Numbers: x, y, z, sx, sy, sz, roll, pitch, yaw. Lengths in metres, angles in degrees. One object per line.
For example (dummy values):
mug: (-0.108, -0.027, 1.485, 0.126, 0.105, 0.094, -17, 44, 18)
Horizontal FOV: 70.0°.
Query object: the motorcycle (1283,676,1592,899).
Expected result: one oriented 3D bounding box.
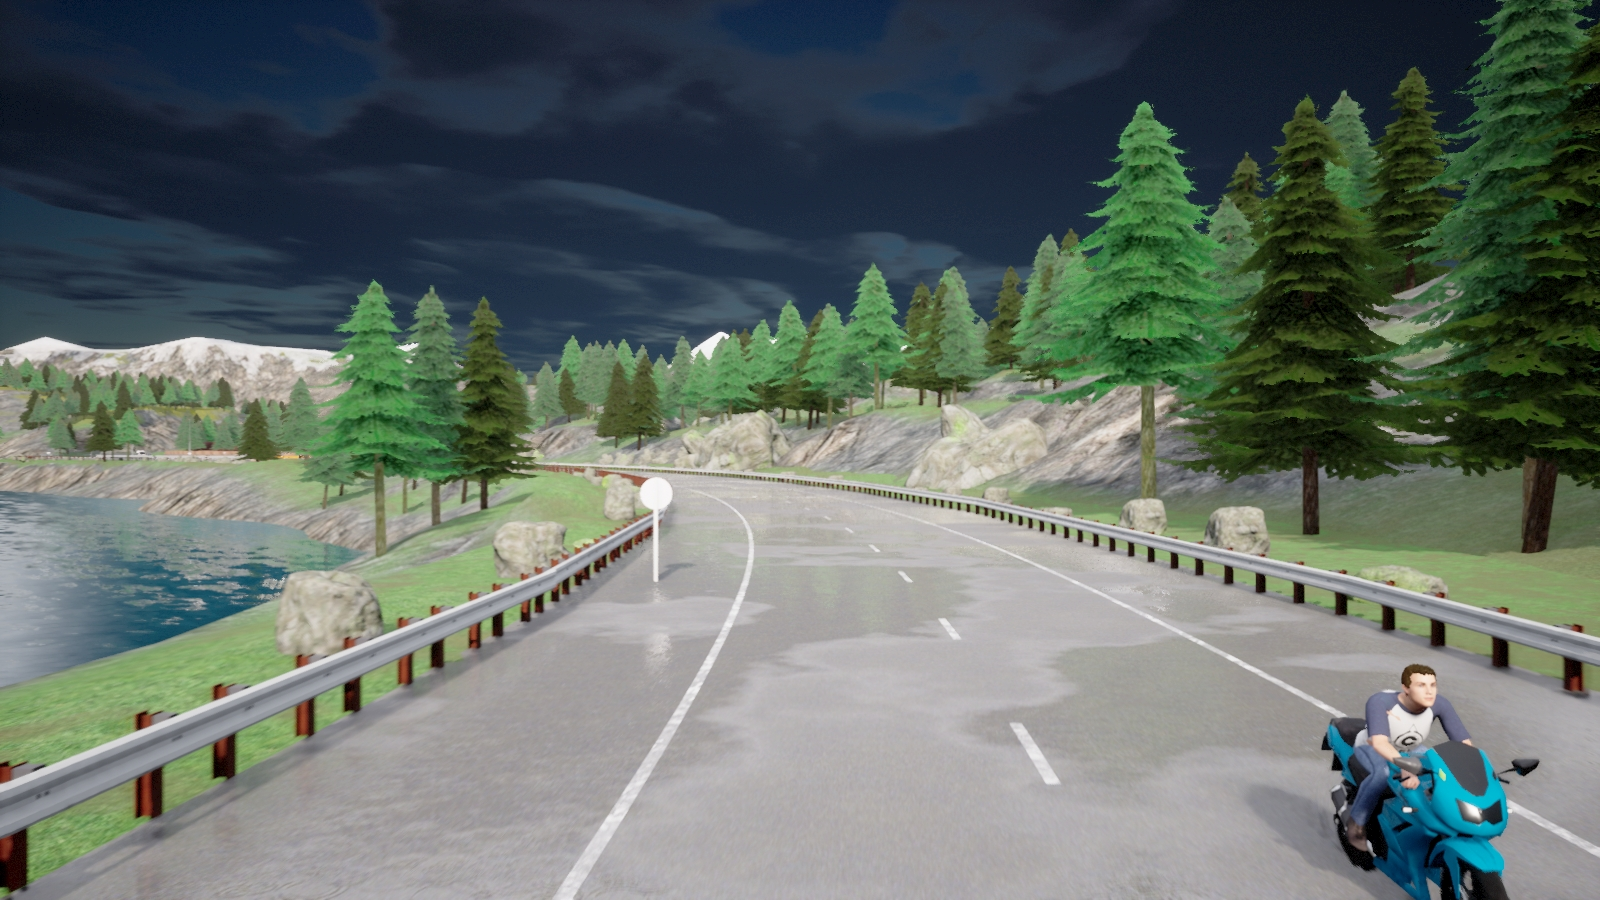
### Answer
motorcycle: (3.715, 2.177, 6.909, 0.803, 1.217, 2.033, 0, 0, 2)
